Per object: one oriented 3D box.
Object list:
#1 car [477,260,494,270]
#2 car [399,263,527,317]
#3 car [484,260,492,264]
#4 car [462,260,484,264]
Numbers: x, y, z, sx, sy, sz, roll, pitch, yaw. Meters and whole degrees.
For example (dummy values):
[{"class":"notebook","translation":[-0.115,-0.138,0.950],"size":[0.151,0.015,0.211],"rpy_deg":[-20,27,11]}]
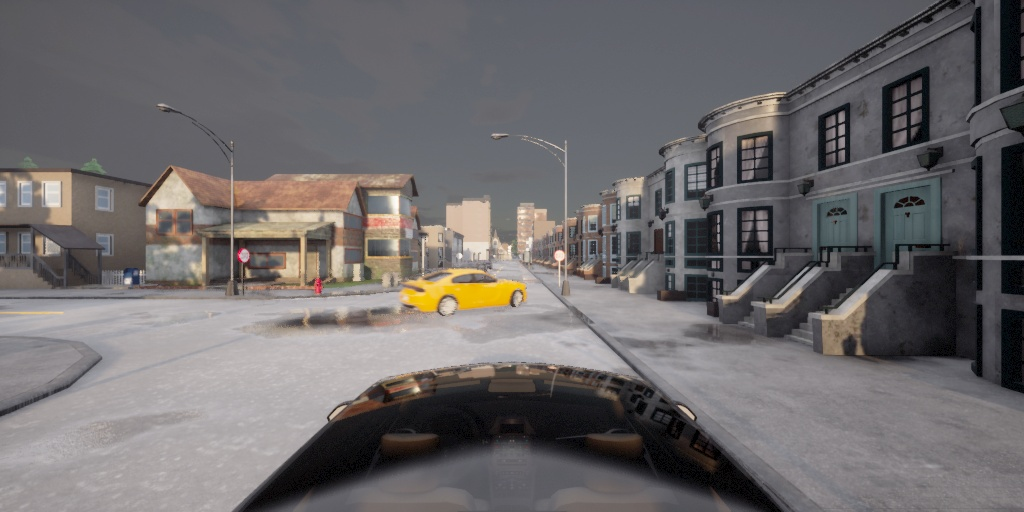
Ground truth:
[{"class":"car","translation":[-3.935,1.297,53.879],"size":[2.033,1.411,5.357],"rpy_deg":[0,0,1]},{"class":"car","translation":[-1.619,1.228,13.337],"size":[5.008,1.535,1.882],"rpy_deg":[0,2,-41]},{"class":"car","translation":[-3.993,1.241,43.563],"size":[2.128,1.511,4.902],"rpy_deg":[0,0,0]},{"class":"car","translation":[-4.025,1.255,34.189],"size":[1.837,1.490,4.892],"rpy_deg":[0,0,0]}]
